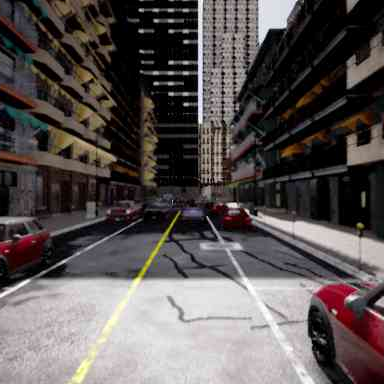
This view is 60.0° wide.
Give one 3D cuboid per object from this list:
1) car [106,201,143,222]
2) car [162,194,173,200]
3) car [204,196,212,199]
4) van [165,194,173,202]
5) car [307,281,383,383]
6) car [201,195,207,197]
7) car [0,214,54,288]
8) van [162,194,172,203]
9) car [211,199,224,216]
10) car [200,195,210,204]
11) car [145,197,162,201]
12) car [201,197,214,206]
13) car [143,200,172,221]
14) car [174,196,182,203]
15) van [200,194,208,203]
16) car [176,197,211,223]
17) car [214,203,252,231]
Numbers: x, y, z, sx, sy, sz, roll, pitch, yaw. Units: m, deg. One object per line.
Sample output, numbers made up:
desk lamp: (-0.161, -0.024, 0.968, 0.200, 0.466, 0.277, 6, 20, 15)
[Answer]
car: (-5.323, 1.441, 25.835, 1.967, 1.590, 4.097, 0, 0, 0)
car: (-5.345, 1.493, 65.664, 1.967, 1.590, 4.097, 0, 0, 0)
car: (2.547, 1.580, 42.915, 1.947, 1.339, 4.313, 0, 0, 0)
van: (-5.351, 1.423, 77.044, 1.690, 1.788, 3.998, 0, 0, 0)
car: (2.569, 1.439, 3.087, 1.967, 1.590, 4.097, 0, 0, 0)
car: (2.544, 1.547, 48.776, 1.752, 1.417, 4.829, 0, 0, 0)
car: (-5.314, 1.438, 8.765, 1.967, 1.590, 4.097, 0, 0, 0)
van: (-5.348, 1.408, 71.354, 1.690, 1.788, 3.998, 0, 0, 0)
car: (2.553, 1.586, 31.536, 1.802, 1.307, 4.206, 0, 0, 0)
car: (2.535, 1.493, 65.673, 1.967, 1.590, 4.097, 0, 0, 0)
car: (-5.334, 1.580, 42.905, 1.947, 1.339, 4.313, 0, 0, 0)
car: (2.541, 1.575, 54.294, 1.887, 1.381, 4.507, 0, 0, 0)
car: (-2.864, 1.602, 27.429, 1.895, 1.301, 4.718, 0, 0, 0)
car: (-2.787, 1.577, 68.775, 2.128, 1.511, 4.902, 0, 0, 0)
van: (2.532, 1.408, 71.364, 1.690, 1.788, 3.998, 0, 0, 0)
car: (0.087, 1.432, 25.377, 2.033, 1.649, 4.856, 0, 0, 0)
car: (2.559, 1.581, 20.157, 1.802, 1.307, 4.206, 0, 0, 0)
